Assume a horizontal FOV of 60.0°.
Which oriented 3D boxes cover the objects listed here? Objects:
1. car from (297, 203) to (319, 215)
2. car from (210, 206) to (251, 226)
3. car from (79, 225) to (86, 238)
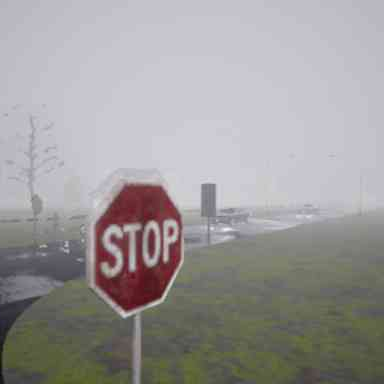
[{"bbox_3d":[15.958,2.304,45.656,1.812,1.442,4.674,0,-1,36],"label":"car"},{"bbox_3d":[3.351,1.992,27.992,1.837,1.490,4.892,0,0,35],"label":"car"},{"bbox_3d":[-3.667,1.926,18.145,1.895,1.301,4.718,0,-1,37],"label":"car"}]
